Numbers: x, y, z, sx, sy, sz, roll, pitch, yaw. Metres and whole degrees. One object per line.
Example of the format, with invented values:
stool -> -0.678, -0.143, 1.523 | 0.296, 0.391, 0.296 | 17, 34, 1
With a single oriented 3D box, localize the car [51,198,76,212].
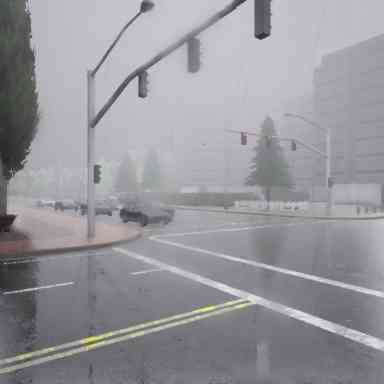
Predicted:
car -> -15.096, 1.526, 39.823 | 1.812, 1.442, 4.674 | 0, 0, -35

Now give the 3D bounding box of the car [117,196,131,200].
car -> -9.197, 1.491, 37.592 | 2.128, 1.511, 4.902 | 0, 0, -36

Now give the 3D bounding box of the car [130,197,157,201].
car -> -3.392, 1.478, 29.492 | 1.882, 1.535, 5.008 | 0, 0, -36

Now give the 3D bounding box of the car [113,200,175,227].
car -> -3.397, 1.548, 23.431 | 2.033, 1.411, 5.357 | 0, 0, -34

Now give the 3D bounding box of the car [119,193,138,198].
car -> -10.159, 1.221, 51.286 | 2.150, 2.045, 5.566 | 0, 0, -36

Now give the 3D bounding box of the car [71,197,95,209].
car -> -15.062, 1.505, 45.795 | 1.837, 1.490, 4.892 | 0, 0, -35

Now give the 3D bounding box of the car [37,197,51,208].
car -> -21.183, 1.527, 48.370 | 1.812, 1.442, 4.674 | 0, 1, -35

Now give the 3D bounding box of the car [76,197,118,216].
car -> -9.099, 1.505, 31.440 | 1.837, 1.490, 4.892 | 0, 0, -36
